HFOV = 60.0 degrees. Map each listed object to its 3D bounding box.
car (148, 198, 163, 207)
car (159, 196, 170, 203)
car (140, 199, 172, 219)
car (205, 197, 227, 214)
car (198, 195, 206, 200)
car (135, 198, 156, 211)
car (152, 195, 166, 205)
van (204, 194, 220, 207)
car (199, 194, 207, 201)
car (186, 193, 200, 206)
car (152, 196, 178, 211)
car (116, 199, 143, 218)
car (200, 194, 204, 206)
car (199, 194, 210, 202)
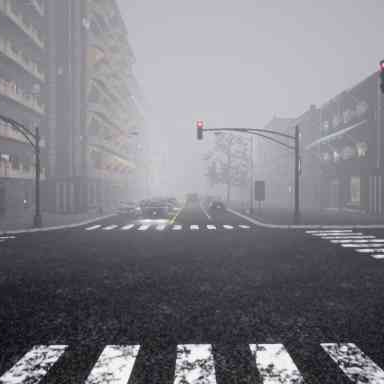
[{"bbox_3d":[-5.683,1.562,52.293,1.802,1.307,4.206,0,0,0],"label":"car"},{"bbox_3d":[-5.680,1.552,68.893,1.802,1.307,4.206,0,0,0],"label":"car"},{"bbox_3d":[-3.103,1.556,29.319,1.994,1.385,4.181,0,0,-1],"label":"car"},{"bbox_3d":[2.695,1.555,35.683,1.947,1.339,4.313,0,0,0],"label":"car"},{"bbox_3d":[2.705,1.496,91.018,1.887,1.381,4.507,0,0,0],"label":"car"},{"bbox_3d":[-5.685,1.531,41.225,1.887,1.381,4.507,0,0,0],"label":"car"},{"bbox_3d":[-5.683,1.417,57.826,1.967,1.590,4.097,0,0,0],"label":"car"},{"bbox_3d":[2.694,1.327,41.216,1.690,1.788,3.998,0,0,0],"label":"van"},{"bbox_3d":[2.703,1.396,85.484,1.967,1.590,4.097,0,0,0],"label":"car"},{"bbox_3d":[0.109,1.200,55.978,2.150,2.045,5.566,0,0,0],"label":"car"},{"bbox_3d":[-3.092,1.535,38.666,2.033,1.411,5.357,0,0,0],"label":"car"},{"bbox_3d":[-5.688,1.543,30.158,2.008,1.369,4.403,0,0,0],"label":"car"},{"bbox_3d":[2.697,1.420,52.284,1.967,1.590,4.097,0,0,0],"label":"car"},{"bbox_3d":[2.700,1.280,74.418,2.192,1.841,5.009,0,0,0],"label":"car"}]
